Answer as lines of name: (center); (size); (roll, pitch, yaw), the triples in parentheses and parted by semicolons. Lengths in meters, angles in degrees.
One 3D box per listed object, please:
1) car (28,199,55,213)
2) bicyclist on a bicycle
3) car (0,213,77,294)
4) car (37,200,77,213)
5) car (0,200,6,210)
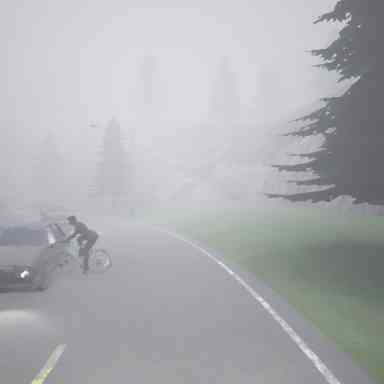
car: (-15.687, 1.505, 35.675); (4.892, 1.490, 1.837); (0, 0, 38)
bicyclist on a bicycle: (-3.035, 1.454, 8.953); (1.656, 1.620, 0.582); (-2, 0, -9)
car: (-4.523, 1.548, 9.034); (2.033, 1.411, 5.357); (0, 0, -11)
car: (-8.585, 1.506, 21.202); (1.837, 1.490, 4.892); (0, 0, -28)
car: (-25.165, 1.491, 40.791); (4.902, 1.511, 2.128); (0, 0, 18)
